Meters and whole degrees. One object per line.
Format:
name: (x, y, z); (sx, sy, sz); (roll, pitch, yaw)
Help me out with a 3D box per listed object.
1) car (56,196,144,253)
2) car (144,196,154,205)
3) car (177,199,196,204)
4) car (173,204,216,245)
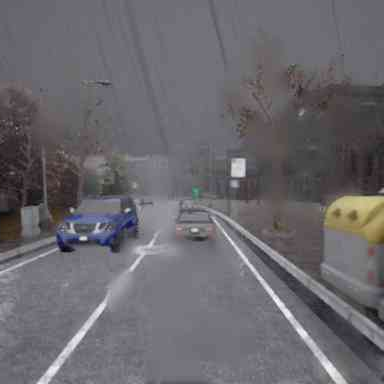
car: (-3.613, 1.188, 13.868); (2.150, 2.045, 5.566); (0, 0, 0)
car: (-7.502, 1.443, 55.182); (1.837, 1.490, 4.892); (-1, 1, -13)
car: (-0.483, 1.449, 34.745); (2.033, 1.411, 5.357); (0, 0, -5)
car: (0.105, 1.510, 15.278); (2.033, 1.411, 5.357); (0, 0, 0)
